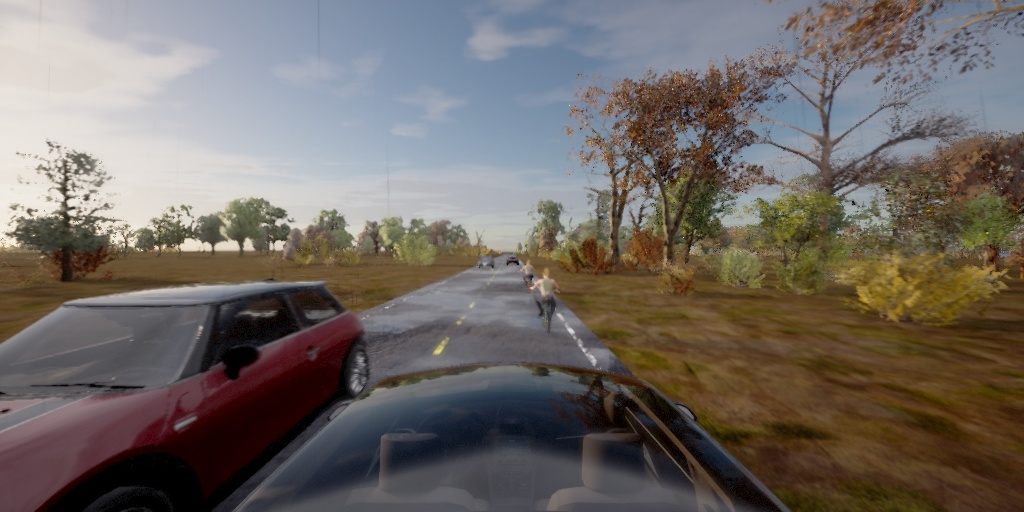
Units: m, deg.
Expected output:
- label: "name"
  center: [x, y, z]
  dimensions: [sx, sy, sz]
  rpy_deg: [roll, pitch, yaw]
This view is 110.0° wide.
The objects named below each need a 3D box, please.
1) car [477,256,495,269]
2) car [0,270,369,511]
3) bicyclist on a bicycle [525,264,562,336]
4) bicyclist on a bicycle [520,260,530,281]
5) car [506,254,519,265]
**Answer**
- label: "car"
  center: [-3.086, 0.723, 43.654]
  dimensions: [2.128, 1.511, 4.902]
  rpy_deg: [0, 1, 0]
- label: "car"
  center: [-3.098, 1.083, 3.245]
  dimensions: [2.097, 1.767, 4.553]
  rpy_deg: [0, 1, 0]
- label: "bicyclist on a bicycle"
  center: [0.855, 1.096, 9.075]
  dimensions: [0.866, 1.612, 1.509]
  rpy_deg: [0, 1, 0]
- label: "bicyclist on a bicycle"
  center: [0.821, 0.985, 17.870]
  dimensions: [0.866, 1.612, 1.509]
  rpy_deg: [-1, 1, 0]
- label: "car"
  center: [0.091, 0.603, 54.553]
  dimensions: [1.837, 1.490, 4.892]
  rpy_deg: [0, 1, 0]
